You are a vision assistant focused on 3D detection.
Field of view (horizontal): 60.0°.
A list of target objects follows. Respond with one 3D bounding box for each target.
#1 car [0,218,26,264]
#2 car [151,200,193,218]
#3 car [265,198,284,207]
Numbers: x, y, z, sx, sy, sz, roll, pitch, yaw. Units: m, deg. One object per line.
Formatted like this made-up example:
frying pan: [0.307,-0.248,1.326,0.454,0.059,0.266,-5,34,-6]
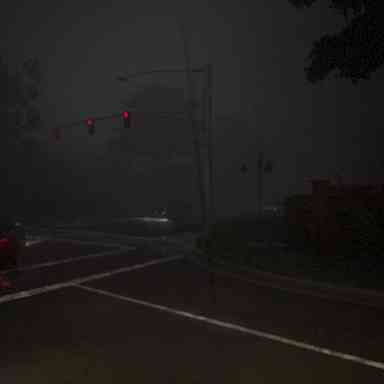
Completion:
car: [-6.952,1.580,11.410,1.994,1.385,4.181,0,0,-25]
car: [-1.775,1.530,31.086,1.837,1.490,4.892,0,0,35]
car: [13.236,1.627,52.441,1.895,1.301,4.718,0,0,35]
